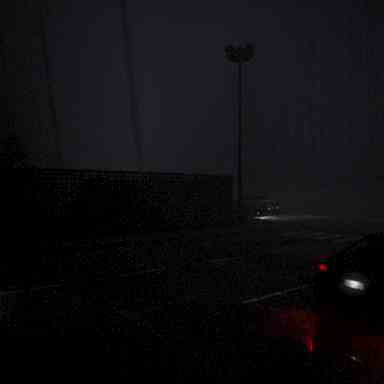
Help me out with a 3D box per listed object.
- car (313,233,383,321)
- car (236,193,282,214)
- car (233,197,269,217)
[{"bbox_3d":[4.433,1.564,6.894,4.181,1.385,1.994,0,0,-35],"label":"car"},{"bbox_3d":[6.634,1.166,34.267,2.150,2.045,5.566,0,0,-35],"label":"car"},{"bbox_3d":[4.303,1.492,31.509,2.033,1.411,5.357,0,0,-35],"label":"car"}]
